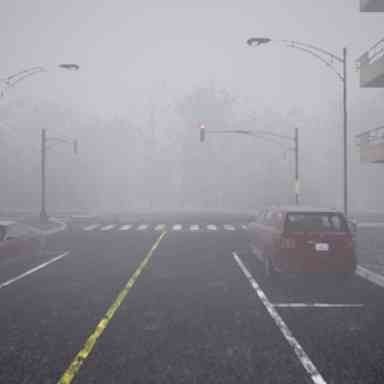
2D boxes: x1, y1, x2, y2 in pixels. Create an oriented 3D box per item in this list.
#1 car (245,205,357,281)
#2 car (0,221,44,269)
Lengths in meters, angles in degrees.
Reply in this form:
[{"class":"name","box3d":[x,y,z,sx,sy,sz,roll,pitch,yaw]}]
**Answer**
[{"class":"car","box3d":[2.842,1.282,9.665,2.192,1.841,5.009,1,0,0]},{"class":"car","box3d":[-5.809,1.549,9.701,1.802,1.307,4.206,1,0,0]}]
